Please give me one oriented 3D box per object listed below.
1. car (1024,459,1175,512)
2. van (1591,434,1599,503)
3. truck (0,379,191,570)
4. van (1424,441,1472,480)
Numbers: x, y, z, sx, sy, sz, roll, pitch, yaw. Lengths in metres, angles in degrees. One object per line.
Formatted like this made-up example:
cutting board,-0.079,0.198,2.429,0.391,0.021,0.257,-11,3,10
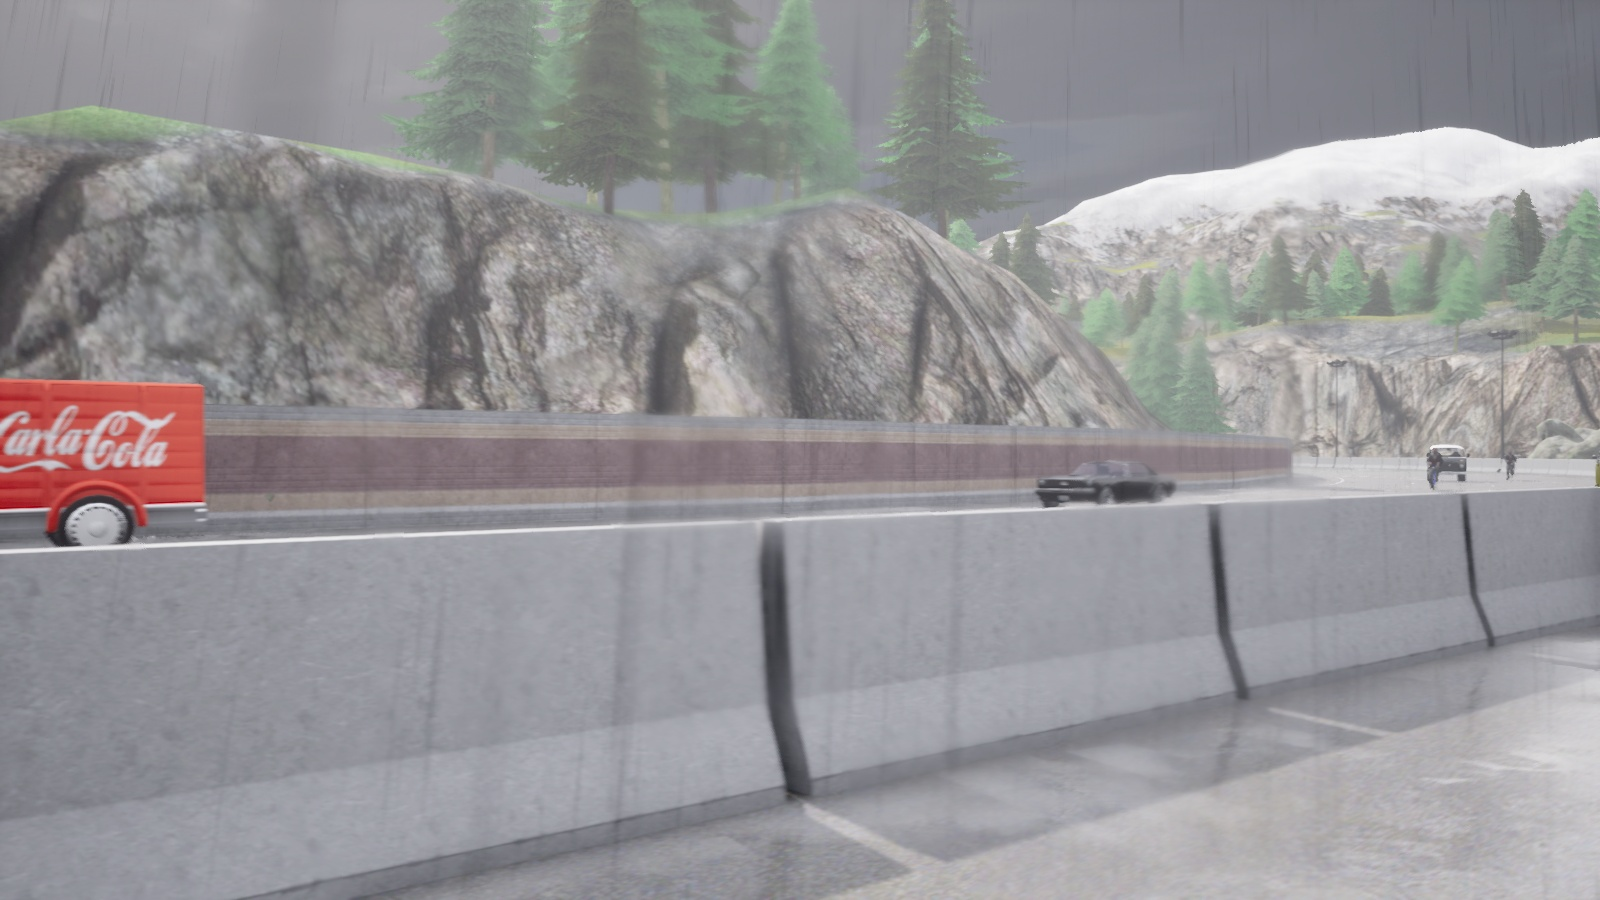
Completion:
car,8.201,0.917,34.096,1.895,1.301,4.718,0,0,43
van,25.223,0.541,38.020,1.775,1.987,4.442,0,0,37
truck,-11.363,0.319,17.033,5.204,2.467,2.627,-1,1,-35
van,35.600,0.572,69.107,2.069,2.038,4.480,0,0,24
